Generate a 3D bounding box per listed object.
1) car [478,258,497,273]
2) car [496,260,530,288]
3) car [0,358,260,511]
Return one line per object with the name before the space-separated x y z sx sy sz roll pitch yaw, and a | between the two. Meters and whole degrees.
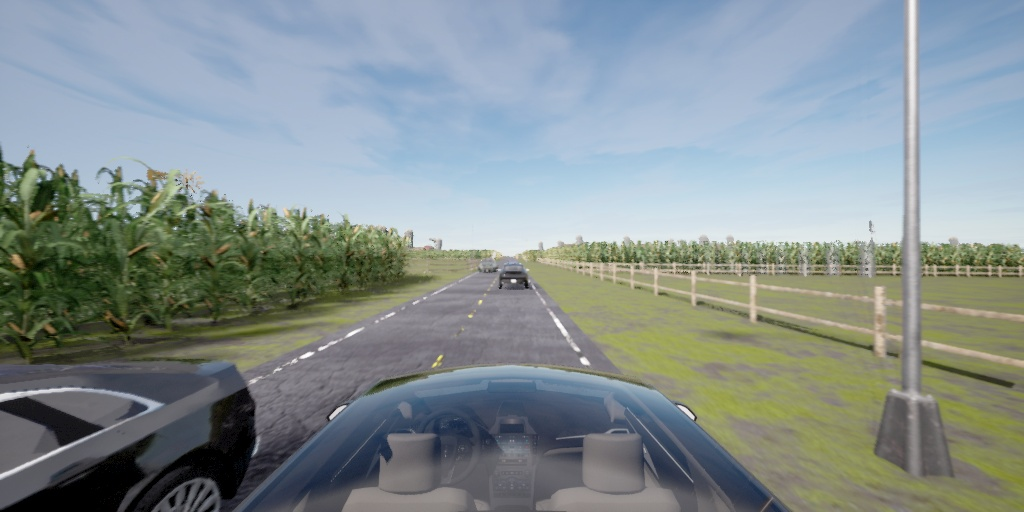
car | -2.831 1.086 42.938 2.097 1.767 4.553 0 0 0
car | 0.099 1.251 23.744 1.837 1.490 4.892 0 0 0
car | -2.849 1.241 0.697 2.128 1.511 4.902 0 0 0
